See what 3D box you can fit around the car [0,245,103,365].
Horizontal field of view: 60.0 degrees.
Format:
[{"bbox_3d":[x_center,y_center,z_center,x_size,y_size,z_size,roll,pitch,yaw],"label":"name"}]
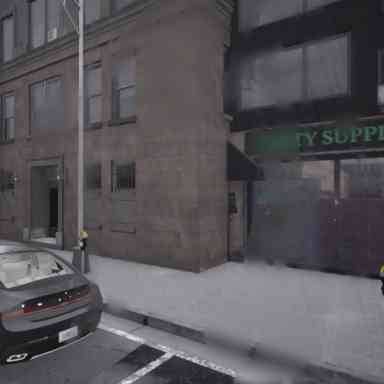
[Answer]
[{"bbox_3d":[-3.330,1.550,5.452,4.403,1.369,2.008,0,0,35],"label":"car"}]
